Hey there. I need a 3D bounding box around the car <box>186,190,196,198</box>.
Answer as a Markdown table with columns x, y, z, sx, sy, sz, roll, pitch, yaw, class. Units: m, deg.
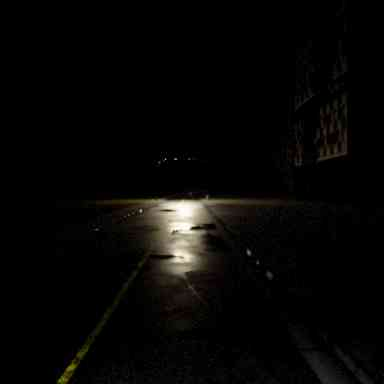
| x | y | z | sx | sy | sz | roll | pitch | yaw | class |
| --- | --- | --- | --- | --- | --- | --- | --- | --- | --- |
| -0.275 | 0.521 | 81.348 | 2.150 | 2.045 | 5.566 | 0 | 1 | 0 | car |
